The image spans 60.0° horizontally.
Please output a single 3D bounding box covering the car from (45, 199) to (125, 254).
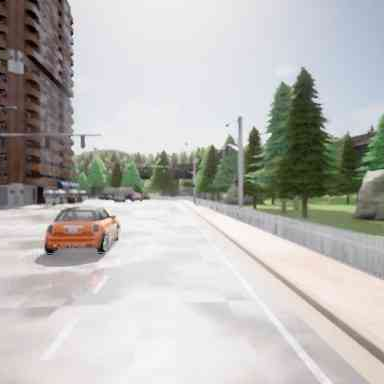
[{"bbox_3d":[-4.300,1.367,13.767,2.097,1.767,4.553,0,0,-4],"label":"car"}]

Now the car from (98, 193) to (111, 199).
[{"bbox_3d":[-21.527,1.549,85.538,1.837,1.490,4.892,0,0,-42],"label":"car"}]

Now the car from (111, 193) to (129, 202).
[{"bbox_3d":[-15.312,1.394,70.952,2.097,1.767,4.553,0,0,-4],"label":"car"}]

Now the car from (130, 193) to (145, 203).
[{"bbox_3d":[-12.026,1.244,73.372,2.150,2.045,5.566,0,0,-9],"label":"car"}]

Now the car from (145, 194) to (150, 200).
[{"bbox_3d":[-13.586,1.371,92.397,2.097,1.767,4.553,0,0,-42],"label":"car"}]
